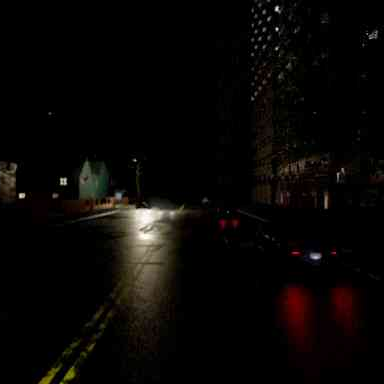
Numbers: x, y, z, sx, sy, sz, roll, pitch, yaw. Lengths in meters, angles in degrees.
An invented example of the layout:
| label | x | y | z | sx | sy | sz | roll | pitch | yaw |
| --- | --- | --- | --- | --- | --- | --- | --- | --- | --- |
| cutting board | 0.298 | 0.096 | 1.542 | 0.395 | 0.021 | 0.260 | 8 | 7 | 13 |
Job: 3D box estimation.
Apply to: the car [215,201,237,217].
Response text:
| label | x | y | z | sx | sy | sz | roll | pitch | yaw |
| --- | --- | --- | --- | --- | --- | --- | --- | --- | --- |
| car | 3.349 | 1.637 | 33.325 | 2.128 | 1.511 | 4.902 | 0 | 0 | 0 |

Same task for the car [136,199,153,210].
| label | x | y | z | sx | sy | sz | roll | pitch | yaw |
| --- | --- | --- | --- | --- | --- | --- | --- | --- | --- |
| car | -6.580 | 1.717 | 46.079 | 1.837 | 1.490 | 4.892 | 0 | -1 | 0 |

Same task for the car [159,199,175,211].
| label | x | y | z | sx | sy | sz | roll | pitch | yaw |
| --- | --- | --- | --- | --- | --- | --- | --- | --- | --- |
| car | -3.336 | 1.680 | 44.540 | 1.882 | 1.535 | 5.008 | 0 | -1 | 0 |

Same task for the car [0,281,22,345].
| label | x | y | z | sx | sy | sz | roll | pitch | yaw |
| --- | --- | --- | --- | --- | --- | --- | --- | --- | --- |
| car | -3.351 | 1.557 | 2.396 | 2.033 | 1.411 | 5.357 | 0 | 0 | 0 |

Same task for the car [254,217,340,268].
| label | x | y | z | sx | sy | sz | roll | pitch | yaw |
| --- | --- | --- | --- | --- | --- | --- | --- | --- | --- |
| car | 3.350 | 1.571 | 11.304 | 1.812 | 1.442 | 4.674 | 0 | 0 | 0 |

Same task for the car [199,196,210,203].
| label | x | y | z | sx | sy | sz | roll | pitch | yaw |
| --- | --- | --- | --- | --- | --- | --- | --- | --- | --- |
| car | 3.249 | 1.930 | 78.345 | 1.812 | 1.442 | 4.674 | 0 | 0 | 0 |

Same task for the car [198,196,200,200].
| label | x | y | z | sx | sy | sz | roll | pitch | yaw |
| --- | --- | --- | --- | --- | --- | --- | --- | --- | --- |
| car | 3.249 | 2.023 | 89.349 | 2.033 | 1.411 | 5.357 | 0 | 0 | 0 |
